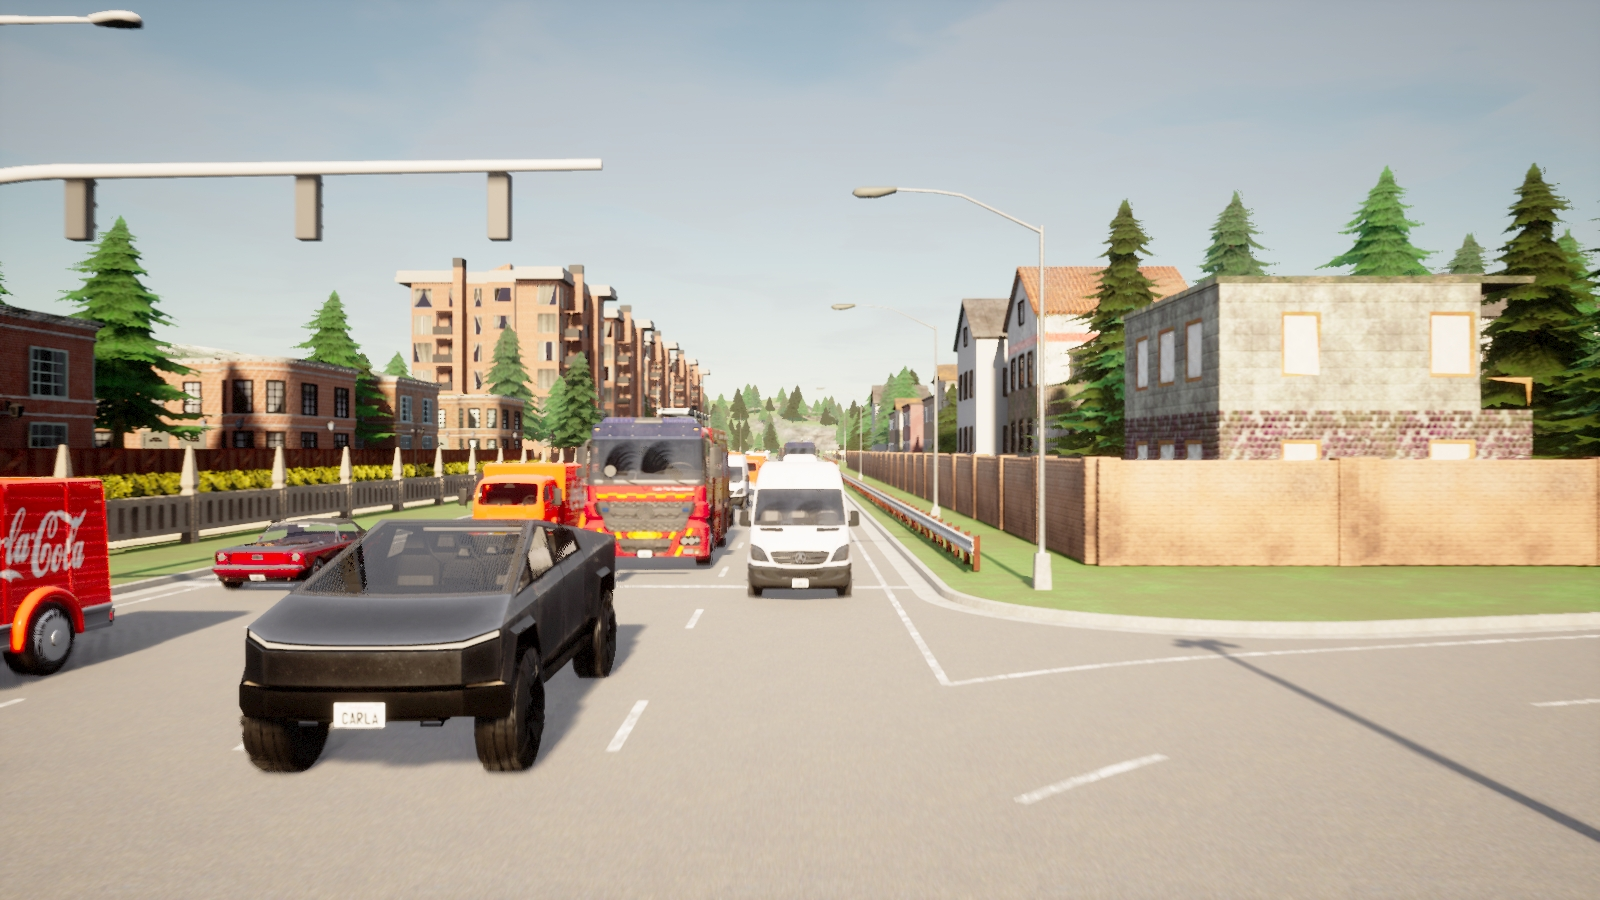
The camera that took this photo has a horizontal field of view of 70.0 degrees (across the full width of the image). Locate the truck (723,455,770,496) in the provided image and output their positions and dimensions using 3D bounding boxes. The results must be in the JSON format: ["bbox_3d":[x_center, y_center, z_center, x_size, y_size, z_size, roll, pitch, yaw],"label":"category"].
[{"bbox_3d":[-3.335,1.567,72.473,2.627,2.467,5.204,0,0,2],"label":"truck"}]

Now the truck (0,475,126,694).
[{"bbox_3d":[-10.500,1.569,12.973,2.627,2.467,5.204,0,0,0],"label":"truck"}]

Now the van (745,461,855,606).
[{"bbox_3d":[-0.005,1.535,23.569,1.988,2.561,5.915,0,0,0],"label":"van"}]

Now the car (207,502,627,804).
[{"bbox_3d":[-3.506,1.753,12.188,2.390,2.098,6.274,0,0,0],"label":"car"}]

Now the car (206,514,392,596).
[{"bbox_3d":[-10.500,2.155,24.370,1.895,1.301,4.718,0,0,0],"label":"car"}]

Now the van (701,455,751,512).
[{"bbox_3d":[-3.497,1.534,54.991,1.988,2.561,5.915,0,0,0],"label":"van"}]

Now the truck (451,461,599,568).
[{"bbox_3d":[-7.001,1.566,29.796,2.627,2.467,5.204,0,0,0],"label":"truck"}]

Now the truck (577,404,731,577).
[{"bbox_3d":[-3.496,0.890,29.523,2.891,3.827,8.468,0,0,0],"label":"truck"}]
